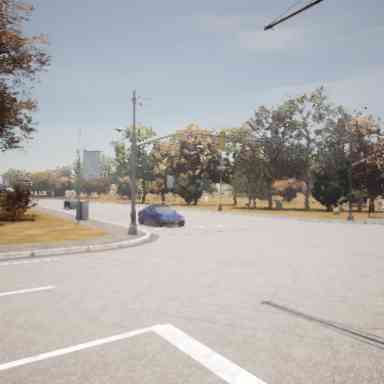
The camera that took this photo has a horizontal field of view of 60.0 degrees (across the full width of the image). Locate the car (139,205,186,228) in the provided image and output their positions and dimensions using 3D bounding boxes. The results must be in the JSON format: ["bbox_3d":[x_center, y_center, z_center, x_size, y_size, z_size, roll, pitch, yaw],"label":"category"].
[{"bbox_3d":[-2.205,1.655,23.258,1.812,1.442,4.674,1,0,-32],"label":"car"}]

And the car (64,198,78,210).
[{"bbox_3d":[-15.807,1.571,44.516,2.128,1.511,4.902,1,0,-33],"label":"car"}]
